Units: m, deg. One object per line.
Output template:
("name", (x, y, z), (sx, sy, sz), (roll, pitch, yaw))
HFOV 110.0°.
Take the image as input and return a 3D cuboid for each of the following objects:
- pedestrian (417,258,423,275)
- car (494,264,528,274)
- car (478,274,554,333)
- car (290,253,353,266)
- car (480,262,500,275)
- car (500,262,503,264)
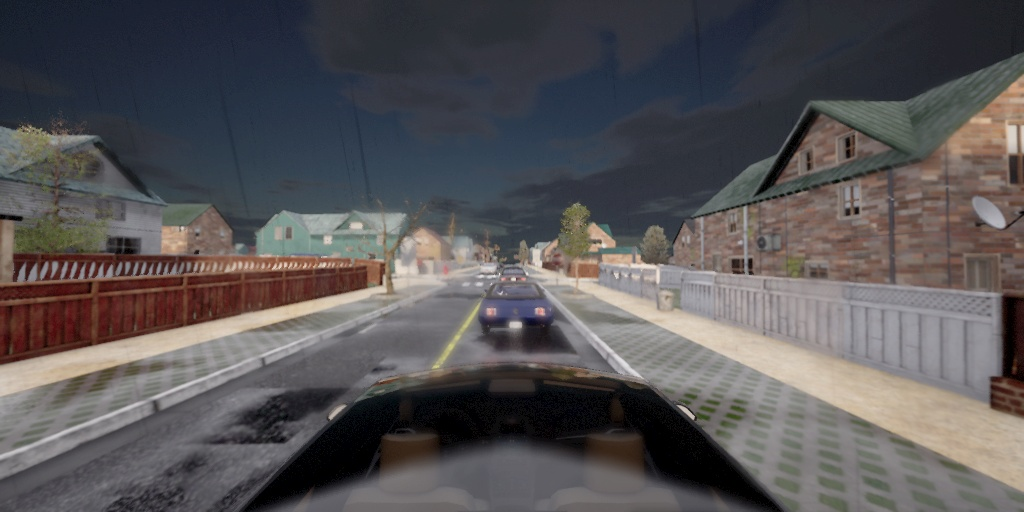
("pedestrian", (-9.639, 1.036, 37.339), (0.375, 1.860, 0.375), (0, -3, 0))
("car", (0.087, 1.455, 23.806), (2.033, 1.411, 5.357), (0, 0, 0))
("car", (0.092, 1.413, 10.975), (1.895, 1.301, 4.718), (0, 0, 0))
("car", (-16.753, 0.819, 31.481), (5.566, 2.045, 2.150), (1, -1, 0))
("car", (-2.891, 1.609, 44.969), (1.812, 1.442, 4.674), (0, 0, 2))
("car", (-2.842, 1.720, 60.173), (2.128, 1.511, 4.902), (0, -1, 0))
